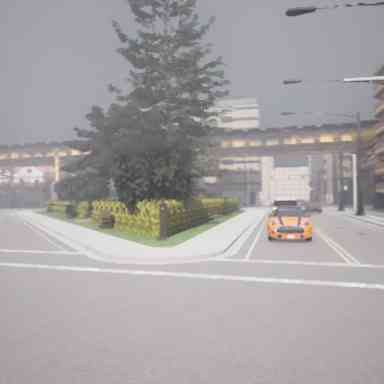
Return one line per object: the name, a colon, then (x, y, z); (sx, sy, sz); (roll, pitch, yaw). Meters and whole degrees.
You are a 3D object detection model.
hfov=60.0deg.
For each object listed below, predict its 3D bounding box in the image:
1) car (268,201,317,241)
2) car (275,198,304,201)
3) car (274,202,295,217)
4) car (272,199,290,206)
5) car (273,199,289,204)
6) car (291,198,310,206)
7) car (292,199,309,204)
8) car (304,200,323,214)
car: (5.232, 1.549, 17.915); (2.097, 1.767, 4.553); (-1, -1, 15)
car: (7.713, 1.529, 27.409); (2.150, 2.045, 5.566); (-1, -1, 15)
car: (10.363, 1.915, 37.508); (2.128, 1.511, 4.902); (-1, -1, 15)
car: (20.281, 2.321, 75.801); (2.038, 1.542, 4.974); (-2, -1, 39)
car: (20.311, 2.164, 75.844); (1.853, 1.218, 4.536); (-2, -1, 39)
car: (24.229, 2.244, 74.454); (2.038, 1.542, 4.974); (-1, -1, -6)
car: (24.221, 2.087, 74.508); (1.853, 1.218, 4.536); (-1, -1, -6)
car: (15.438, 1.973, 42.393); (2.033, 1.411, 5.357); (-1, -1, 15)
